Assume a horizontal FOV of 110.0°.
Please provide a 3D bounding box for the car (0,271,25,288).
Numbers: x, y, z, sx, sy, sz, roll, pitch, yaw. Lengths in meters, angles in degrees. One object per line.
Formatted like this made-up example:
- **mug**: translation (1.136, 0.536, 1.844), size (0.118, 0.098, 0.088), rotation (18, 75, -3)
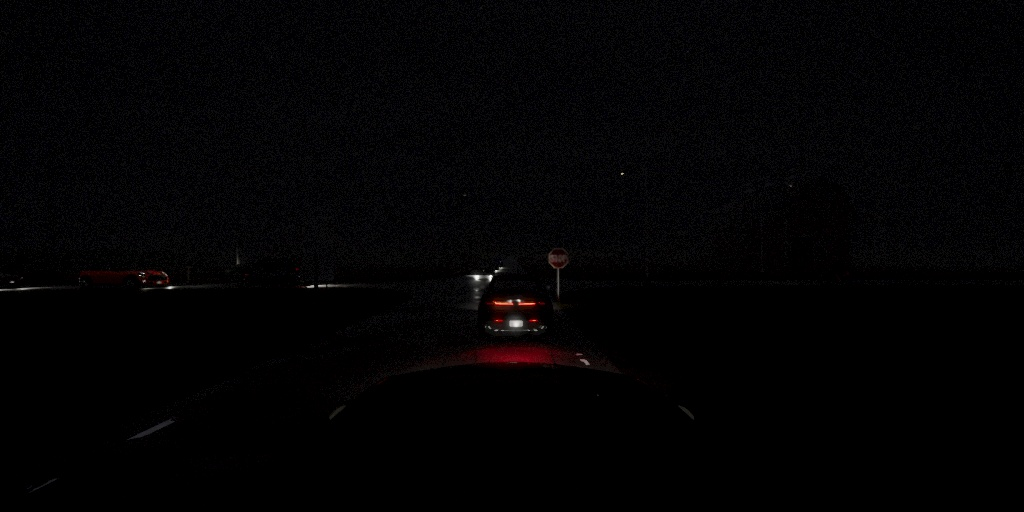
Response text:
- **car**: translation (-36.382, 1.524, 24.429), size (4.674, 1.442, 1.812), rotation (-1, -1, 0)

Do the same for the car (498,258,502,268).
- **car**: translation (-2.895, 1.338, 52.791), size (2.033, 1.411, 5.357), rotation (0, 0, 0)

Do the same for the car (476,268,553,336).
- **car**: translation (0.090, 1.258, 10.388), size (1.837, 1.490, 4.892), rotation (0, 0, 0)

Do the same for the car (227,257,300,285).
- **car**: translation (-18.450, 1.115, 27.319), size (5.566, 2.045, 2.150), rotation (0, -1, 2)

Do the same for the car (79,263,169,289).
- **car**: translation (-26.360, 1.259, 24.493), size (4.553, 1.767, 2.097), rotation (0, -1, 0)

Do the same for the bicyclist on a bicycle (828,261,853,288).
- **bicyclist on a bicycle**: translation (19.925, 1.101, 21.760), size (0.582, 1.620, 1.656), rotation (0, 0, 0)

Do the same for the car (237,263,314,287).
- **car**: translation (-15.813, 1.388, 24.527), size (4.181, 1.385, 1.994), rotation (0, -1, 0)

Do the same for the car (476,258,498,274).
- **car**: translation (-2.939, 1.281, 40.199), size (1.837, 1.490, 4.892), rotation (0, 0, 1)
